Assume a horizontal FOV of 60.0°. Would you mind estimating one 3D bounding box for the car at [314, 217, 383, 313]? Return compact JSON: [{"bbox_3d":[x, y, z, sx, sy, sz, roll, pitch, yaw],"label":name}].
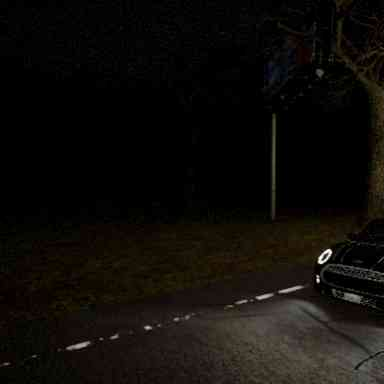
[{"bbox_3d":[4.758,1.343,7.387,4.553,1.767,2.097,0,0,-36],"label":"car"}]
